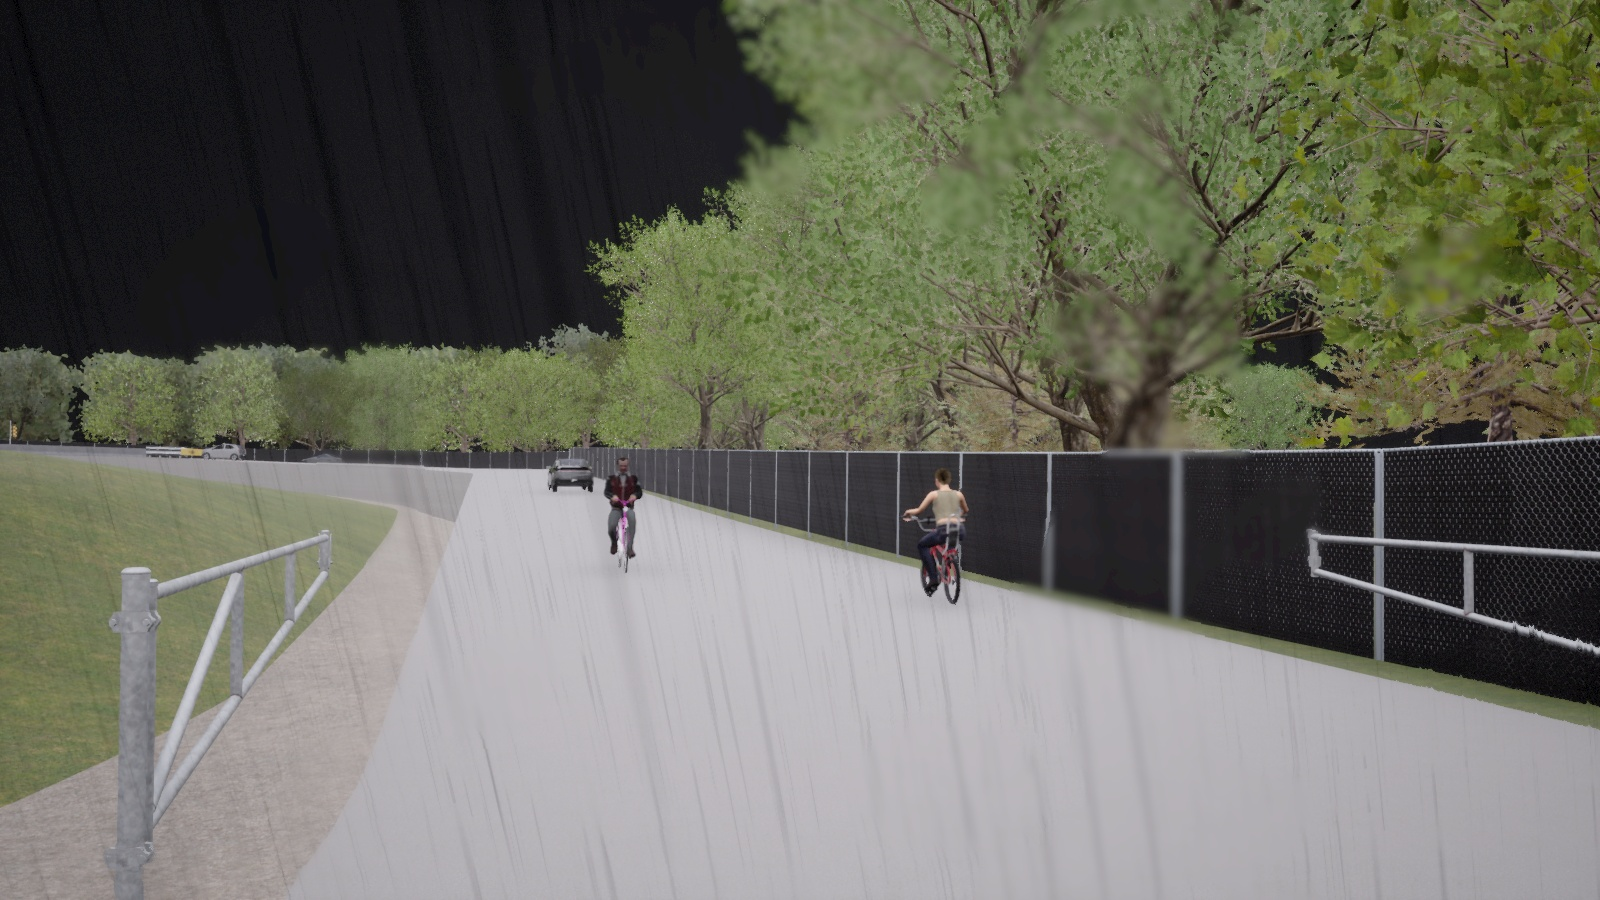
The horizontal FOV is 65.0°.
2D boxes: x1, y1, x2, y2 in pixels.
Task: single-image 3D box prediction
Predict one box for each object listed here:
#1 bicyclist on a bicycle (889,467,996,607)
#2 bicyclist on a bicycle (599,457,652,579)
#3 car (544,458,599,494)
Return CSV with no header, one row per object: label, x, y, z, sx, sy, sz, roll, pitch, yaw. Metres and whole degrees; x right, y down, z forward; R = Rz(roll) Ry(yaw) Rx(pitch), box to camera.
bicyclist on a bicycle,1.706,1.014,15.291,0.866,1.612,1.509,0,-1,-11
bicyclist on a bicycle,-2.691,1.011,19.243,0.659,1.776,1.843,0,-1,-12
car,-10.545,1.169,57.630,2.128,1.511,4.902,0,0,-14
